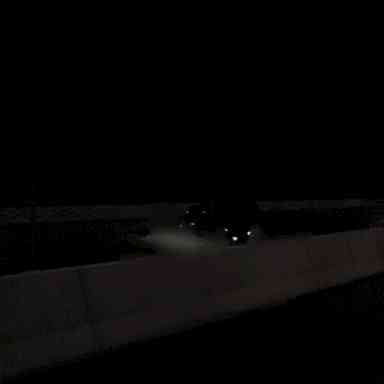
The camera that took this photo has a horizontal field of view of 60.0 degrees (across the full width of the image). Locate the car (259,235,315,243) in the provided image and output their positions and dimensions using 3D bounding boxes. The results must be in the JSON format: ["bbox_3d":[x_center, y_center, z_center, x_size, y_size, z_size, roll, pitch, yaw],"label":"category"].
[{"bbox_3d":[3.949,1.554,15.403,5.357,1.411,2.033,0,0,-35],"label":"car"}]
